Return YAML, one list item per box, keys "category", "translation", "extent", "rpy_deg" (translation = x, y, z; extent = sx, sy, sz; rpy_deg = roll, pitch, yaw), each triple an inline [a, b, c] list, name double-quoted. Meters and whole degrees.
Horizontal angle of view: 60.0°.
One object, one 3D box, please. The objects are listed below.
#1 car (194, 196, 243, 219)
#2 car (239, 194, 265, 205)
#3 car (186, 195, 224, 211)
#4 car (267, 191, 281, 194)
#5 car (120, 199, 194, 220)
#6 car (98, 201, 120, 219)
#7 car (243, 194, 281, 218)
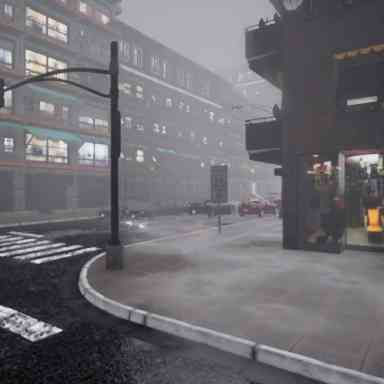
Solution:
- category: "car"
  translation: [1.542, 1.126, 25.105]
  extent: [2.128, 1.511, 4.902]
  rpy_deg: [0, 1, 35]
- category: "car"
  translation: [7.989, 0.933, 44.102]
  extent: [1.802, 1.307, 4.206]
  rpy_deg: [1, 1, 35]
- category: "car"
  translation: [1.464, 1.098, 34.853]
  extent: [1.947, 1.339, 4.313]
  rpy_deg: [1, 1, 35]
- category: "car"
  translation: [10.681, 0.674, 43.383]
  extent: [2.097, 1.767, 4.553]
  rpy_deg: [0, 1, 36]
- category: "car"
  translation: [-2.457, 1.235, 24.817]
  extent: [2.033, 1.411, 5.357]
  rpy_deg: [0, 1, 35]
- category: "car"
  translation: [-5.167, 1.281, 25.672]
  extent: [1.947, 1.339, 4.313]
  rpy_deg: [1, 1, 35]
- category: "car"
  translation: [5.088, 1.127, 25.318]
  extent: [1.887, 1.381, 4.507]
  rpy_deg: [1, 1, 35]
